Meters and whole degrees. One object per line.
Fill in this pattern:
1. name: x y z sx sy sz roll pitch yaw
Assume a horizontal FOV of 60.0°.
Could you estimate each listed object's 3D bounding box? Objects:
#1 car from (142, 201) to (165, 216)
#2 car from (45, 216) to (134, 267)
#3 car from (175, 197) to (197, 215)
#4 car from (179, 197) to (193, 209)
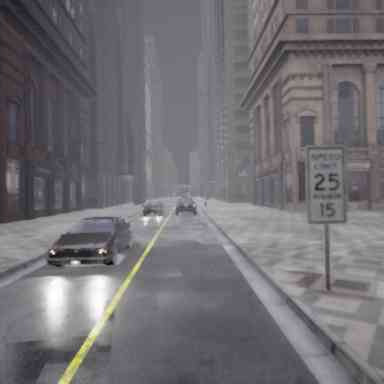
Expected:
1. car: -3.722 1.606 33.231 2.033 1.411 5.357 -1 0 -1
2. car: -3.320 1.599 11.969 2.033 1.411 5.357 -1 0 -1
3. car: -0.628 1.356 34.436 2.097 1.767 4.553 -1 0 -1
4. car: -0.916 1.493 47.673 1.882 1.535 5.008 -1 0 -1
